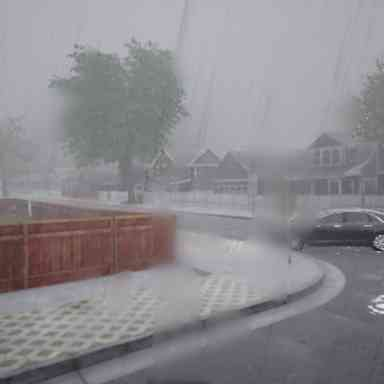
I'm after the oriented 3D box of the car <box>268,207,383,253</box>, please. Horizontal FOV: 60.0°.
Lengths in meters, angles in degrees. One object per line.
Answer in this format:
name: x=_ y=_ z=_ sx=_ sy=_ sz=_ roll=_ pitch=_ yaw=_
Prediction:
car: x=5.387 y=1.359 z=12.591 sx=4.892 sy=1.490 sz=1.837 roll=-1 pitch=3 yaw=12
